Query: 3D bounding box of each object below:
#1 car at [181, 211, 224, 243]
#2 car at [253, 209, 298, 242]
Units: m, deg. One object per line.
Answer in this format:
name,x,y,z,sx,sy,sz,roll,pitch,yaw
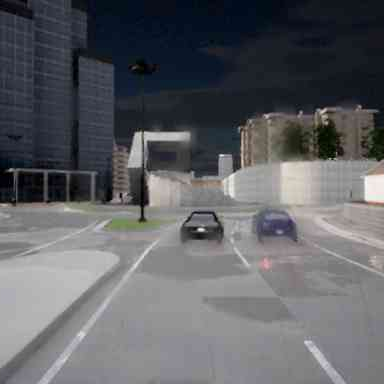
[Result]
car,0.609,1.640,16.622,1.994,1.385,4.181,0,0,6
car,4.131,1.603,16.927,1.812,1.442,4.674,0,0,7
